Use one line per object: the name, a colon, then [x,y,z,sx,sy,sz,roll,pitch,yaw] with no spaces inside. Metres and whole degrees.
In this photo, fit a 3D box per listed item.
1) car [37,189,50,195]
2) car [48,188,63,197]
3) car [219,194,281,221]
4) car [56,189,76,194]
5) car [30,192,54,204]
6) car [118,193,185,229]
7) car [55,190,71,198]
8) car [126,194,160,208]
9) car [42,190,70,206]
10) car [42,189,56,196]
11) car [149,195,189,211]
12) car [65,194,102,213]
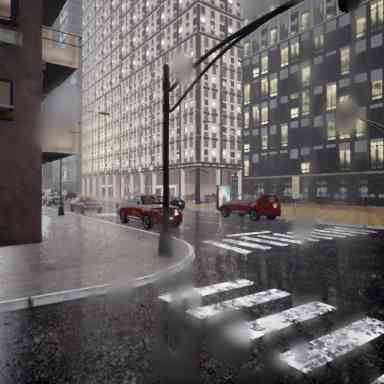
car: [-34.935,-0.011,78.143,1.887,1.381,4.507,1,0,-36]
car: [-28.413,0.098,69.165,1.967,1.590,4.097,1,0,-36]
car: [4.182,1.027,24.278,2.192,1.841,5.009,1,0,-36]
car: [-19.516,0.516,52.476,1.837,1.490,4.892,0,1,-36]
car: [-18.862,0.752,41.744,1.802,1.307,4.206,2,0,-36]
car: [-2.562,1.008,19.306,2.192,1.841,5.009,2,0,-36]
car: [-25.157,0.309,64.677,1.887,1.381,4.507,1,0,-36]
car: [-5.602,0.965,37.745,1.947,1.339,4.313,1,0,-36]
car: [-15.603,0.826,37.257,2.008,1.369,4.403,2,0,-36]
car: [-31.675,0.096,73.654,1.887,1.381,4.507,1,0,-36]
car: [-2.342,1.070,33.256,1.947,1.339,4.313,1,0,-36]
car: [-9.086,1.067,28.282,1.802,1.307,4.206,2,0,-36]
